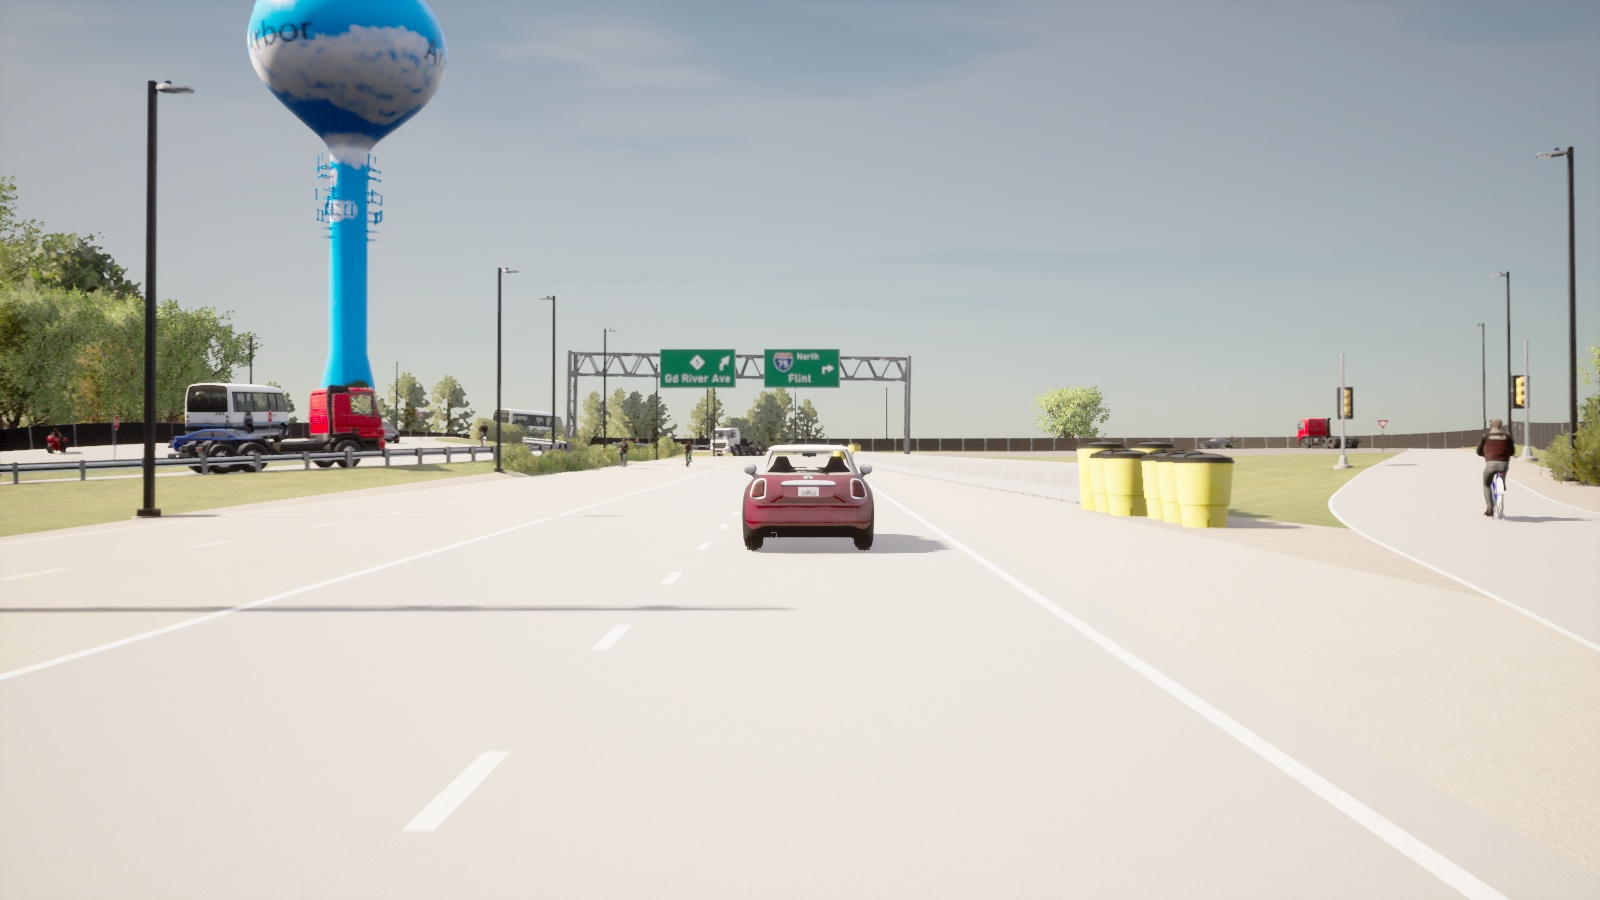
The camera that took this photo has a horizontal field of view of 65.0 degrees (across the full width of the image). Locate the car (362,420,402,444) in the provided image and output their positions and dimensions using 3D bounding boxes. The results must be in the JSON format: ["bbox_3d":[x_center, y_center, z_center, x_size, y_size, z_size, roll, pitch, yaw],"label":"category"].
[{"bbox_3d":[-31.037,-1.355,93.157,2.033,1.649,4.856,0,1,-28],"label":"car"}]

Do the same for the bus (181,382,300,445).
[{"bbox_3d":[-40.221,-2.672,90.795,3.944,4.253,10.273,0,2,0],"label":"bus"}]

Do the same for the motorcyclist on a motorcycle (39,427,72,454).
[{"bbox_3d":[-43.411,-0.575,73.251,0.797,1.523,2.044,0,3,-4],"label":"motorcyclist on a motorcycle"}]

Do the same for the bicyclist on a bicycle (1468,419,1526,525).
[{"bbox_3d":[12.188,0.352,21.992,0.659,1.776,1.843,0,1,22],"label":"bicyclist on a bicycle"}]

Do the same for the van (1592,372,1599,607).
[{"bbox_3d":[7.278,0.358,8.673,2.069,2.038,4.480,0,1,19],"label":"van"}]

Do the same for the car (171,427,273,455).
[{"bbox_3d":[-33.158,-0.533,72.147,5.008,1.535,1.882,-1,3,-12],"label":"car"}]

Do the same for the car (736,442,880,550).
[{"bbox_3d":[0.123,0.614,19.053,1.970,1.475,3.806,0,0,0],"label":"car"}]

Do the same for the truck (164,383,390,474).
[{"bbox_3d":[-21.339,-0.930,51.585,7.936,3.462,2.891,-3,1,-43],"label":"truck"}]
